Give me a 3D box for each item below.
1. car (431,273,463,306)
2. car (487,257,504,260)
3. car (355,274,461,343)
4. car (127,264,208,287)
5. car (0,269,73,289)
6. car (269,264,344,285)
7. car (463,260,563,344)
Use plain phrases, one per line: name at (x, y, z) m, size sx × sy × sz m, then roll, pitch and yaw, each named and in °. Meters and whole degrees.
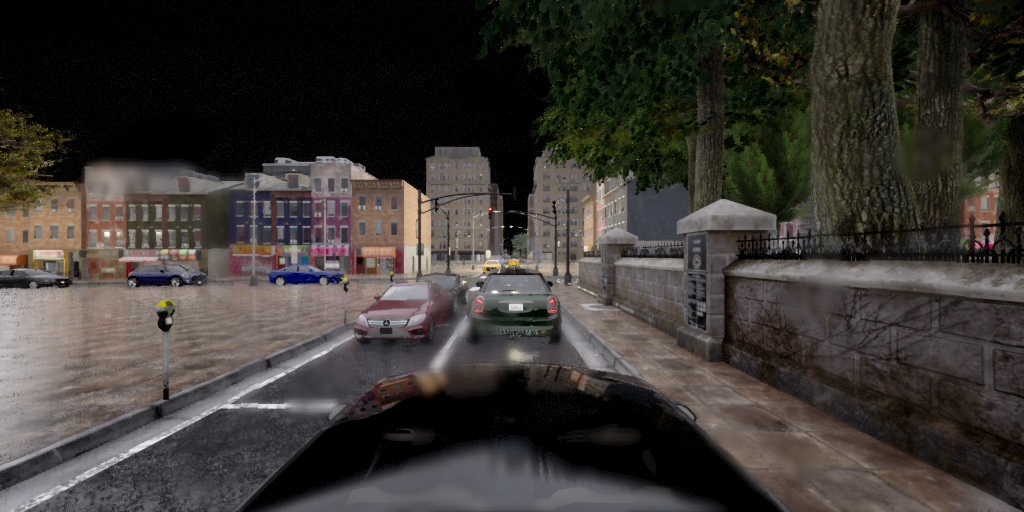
car at (-2.638, 1.315, 13.262) m, size 1.948 × 1.339 × 4.313 m, roll 0°, pitch 0°, yaw 0°
car at (-2.275, 1.220, 41.529) m, size 1.882 × 1.535 × 5.008 m, roll 0°, pitch 0°, yaw 1°
car at (-2.638, 1.332, 9.600) m, size 1.802 × 1.307 × 4.207 m, roll 0°, pitch 0°, yaw 0°
car at (-24.965, 1.378, 26.128) m, size 4.553 × 1.767 × 2.097 m, roll -1°, pitch 0°, yaw 0°
car at (-35.131, 1.693, 26.103) m, size 4.892 × 1.490 × 1.837 m, roll -1°, pitch 0°, yaw 0°
car at (-14.888, 1.373, 26.160) m, size 5.008 × 1.535 × 1.882 m, roll -1°, pitch 0°, yaw 0°
car at (0.074, 1.102, 9.714) m, size 2.097 × 1.767 × 4.553 m, roll 0°, pitch 0°, yaw 0°
